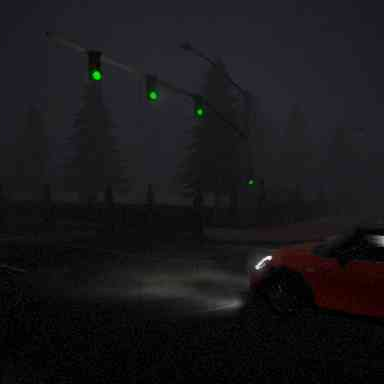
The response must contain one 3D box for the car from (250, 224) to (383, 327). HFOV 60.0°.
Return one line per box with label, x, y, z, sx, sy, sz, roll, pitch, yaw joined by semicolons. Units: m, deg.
car;3.351;1.352;5.901;4.553;1.767;2.097;0;0;35
